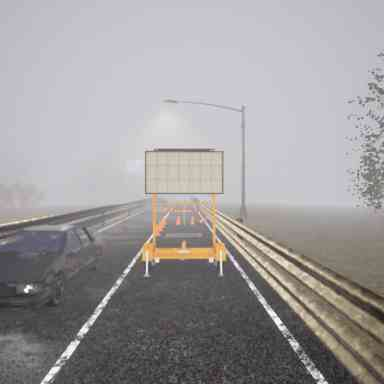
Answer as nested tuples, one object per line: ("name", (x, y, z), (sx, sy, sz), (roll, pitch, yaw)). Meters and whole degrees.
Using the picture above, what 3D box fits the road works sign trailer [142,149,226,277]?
("road works sign trailer", (-0.238, 0.468, 10.300), (2.380, 3.560, 2.880), (0, 0, -1))

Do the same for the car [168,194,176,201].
("car", (-5.482, 1.292, 90.177), (2.150, 2.045, 5.566), (0, 0, -1))

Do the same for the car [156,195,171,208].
("car", (-4.564, 1.583, 49.344), (1.994, 1.385, 4.181), (0, 0, -1))

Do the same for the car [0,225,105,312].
("car", (-3.547, 1.551, 8.177), (2.033, 1.411, 5.357), (0, 0, -1))
